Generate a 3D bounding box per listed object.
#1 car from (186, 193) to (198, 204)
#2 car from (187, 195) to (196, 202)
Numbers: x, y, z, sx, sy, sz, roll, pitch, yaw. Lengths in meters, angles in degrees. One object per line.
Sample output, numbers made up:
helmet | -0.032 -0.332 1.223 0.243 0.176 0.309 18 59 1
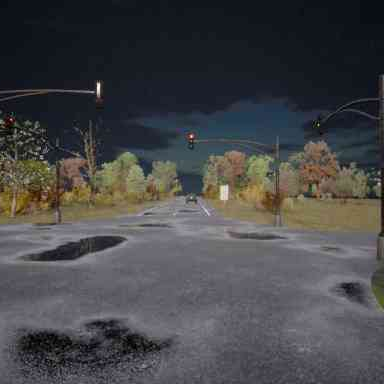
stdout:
car | -0.047 1.292 67.572 2.150 2.045 5.566 0 0 0
car | -0.055 1.464 77.963 2.033 1.411 5.357 0 0 0
